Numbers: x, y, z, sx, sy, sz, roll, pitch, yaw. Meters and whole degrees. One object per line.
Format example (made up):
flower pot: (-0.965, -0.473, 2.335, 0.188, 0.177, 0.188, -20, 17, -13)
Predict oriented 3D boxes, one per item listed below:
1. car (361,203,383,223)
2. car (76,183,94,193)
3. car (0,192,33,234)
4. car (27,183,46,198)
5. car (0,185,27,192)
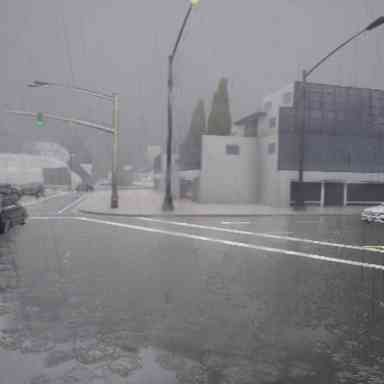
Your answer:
car: (11.759, 1.095, 18.489, 4.674, 1.442, 1.812, 1, 2, -16)
car: (-16.909, -0.728, 52.783, 2.128, 1.511, 4.902, 1, 2, -1)
car: (-8.402, 0.889, 14.031, 1.994, 1.385, 4.181, 1, 2, -13)
car: (-17.494, -0.174, 36.684, 1.837, 1.490, 4.892, 1, 2, -13)
car: (-15.147, 0.215, 26.560, 2.128, 1.511, 4.902, 1, 2, -13)
